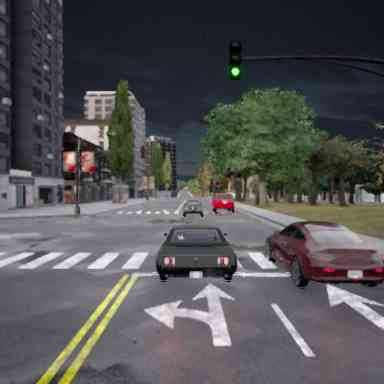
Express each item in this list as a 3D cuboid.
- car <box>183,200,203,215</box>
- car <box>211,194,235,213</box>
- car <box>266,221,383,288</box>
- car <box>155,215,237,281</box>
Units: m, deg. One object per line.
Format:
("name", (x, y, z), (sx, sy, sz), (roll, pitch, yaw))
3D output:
("car", (0.094, 1.514, 32.015), (2.033, 1.411, 5.357), (0, 0, 0))
("car", (3.342, 1.182, 36.396), (2.150, 2.045, 5.566), (0, 0, 0))
("car", (3.348, 1.517, 9.120), (1.812, 1.442, 4.674), (0, 0, 0))
("car", (0.098, 1.591, 9.763), (1.895, 1.301, 4.718), (0, 0, 0))
